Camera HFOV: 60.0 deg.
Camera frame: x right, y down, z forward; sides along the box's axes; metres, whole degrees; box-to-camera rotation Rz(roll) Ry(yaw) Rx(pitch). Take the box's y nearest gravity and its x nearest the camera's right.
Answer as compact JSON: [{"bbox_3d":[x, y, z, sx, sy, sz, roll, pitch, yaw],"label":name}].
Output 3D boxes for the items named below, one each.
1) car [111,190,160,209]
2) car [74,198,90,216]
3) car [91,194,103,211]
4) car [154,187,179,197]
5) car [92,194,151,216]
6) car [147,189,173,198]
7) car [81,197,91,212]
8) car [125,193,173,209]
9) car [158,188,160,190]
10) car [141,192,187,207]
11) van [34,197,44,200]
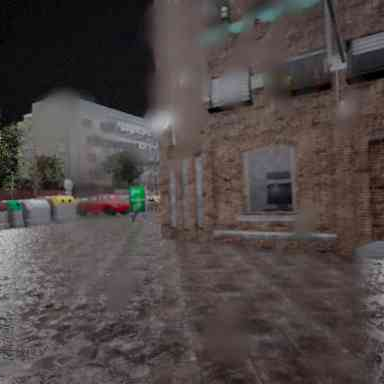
[{"bbox_3d":[-6.125,1.110,36.742,4.553,1.767,2.185,-3,2,24],"label":"car"},{"bbox_3d":[-12.899,1.766,32.574,2.033,1.411,5.357,-3,1,23],"label":"car"},{"bbox_3d":[-15.324,1.485,46.391,4.674,1.452,2.002,-3,2,24],"label":"car"},{"bbox_3d":[-5.344,-0.089,69.417,4.553,1.767,2.185,-3,2,24],"label":"car"},{"bbox_3d":[-7.214,1.370,34.140,5.008,1.535,2.097,-3,2,24],"label":"car"},{"bbox_3d":[-6.393,0.220,66.838,4.792,1.488,2.163,-3,2,24],"label":"car"},{"bbox_3d":[-16.442,1.603,43.837,4.892,1.521,2.231,-3,2,24],"label":"car"},{"bbox_3d":[-5.087,1.078,39.502,5.366,1.575,1.946,-3,2,24],"label":"car"},{"bbox_3d":[-8.733,0.388,61.629,4.553,1.767,2.185,-3,2,24],"label":"car"},{"bbox_3d":[-3.577,0.898,42.045,5.366,1.575,1.946,-3,2,24],"label":"car"},{"bbox_3d":[-17.456,1.523,41.222,4.442,1.987,1.878,-3,2,24],"label":"van"}]
